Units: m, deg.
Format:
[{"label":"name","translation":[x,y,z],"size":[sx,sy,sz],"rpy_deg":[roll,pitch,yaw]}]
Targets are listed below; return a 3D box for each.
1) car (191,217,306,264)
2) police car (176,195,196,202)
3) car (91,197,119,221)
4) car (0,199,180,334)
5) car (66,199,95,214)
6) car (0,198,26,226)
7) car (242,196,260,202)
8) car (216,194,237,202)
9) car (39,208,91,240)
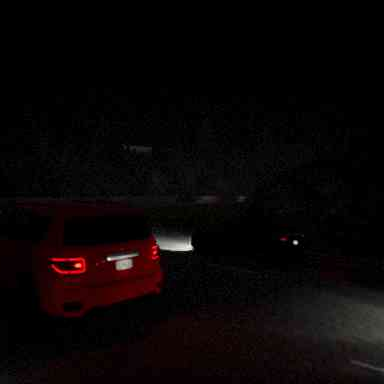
[{"label":"car","translation":[1.935,1.605,12.158],"size":[4.181,1.385,1.994],"rpy_deg":[0,0,45]},{"label":"police car","translation":[-1.359,1.613,78.904],"size":[5.238,1.638,1.930],"rpy_deg":[0,0,-39]},{"label":"car","translation":[-7.617,1.388,28.845],"size":[2.097,1.767,4.553],"rpy_deg":[0,0,-17]},{"label":"car","translation":[-2.972,1.226,7.123],"size":[5.566,2.045,2.150],"rpy_deg":[0,0,45]},{"label":"car","translation":[-12.414,1.538,37.223],"size":[1.837,1.490,4.892],"rpy_deg":[0,0,-3]},{"label":"car","translation":[-13.255,1.348,23.681],"size":[2.097,1.767,4.553],"rpy_deg":[0,0,-21]},{"label":"car","translation":[15.747,1.797,88.116],"size":[4.892,1.490,1.837],"rpy_deg":[0,0,-18]},{"label":"car","translation":[8.934,1.477,85.408],"size":[5.566,2.045,2.150],"rpy_deg":[0,0,-26]},{"label":"car","translation":[-7.042,1.613,18.125],"size":[1.895,1.301,4.718],"rpy_deg":[0,0,-30]}]
